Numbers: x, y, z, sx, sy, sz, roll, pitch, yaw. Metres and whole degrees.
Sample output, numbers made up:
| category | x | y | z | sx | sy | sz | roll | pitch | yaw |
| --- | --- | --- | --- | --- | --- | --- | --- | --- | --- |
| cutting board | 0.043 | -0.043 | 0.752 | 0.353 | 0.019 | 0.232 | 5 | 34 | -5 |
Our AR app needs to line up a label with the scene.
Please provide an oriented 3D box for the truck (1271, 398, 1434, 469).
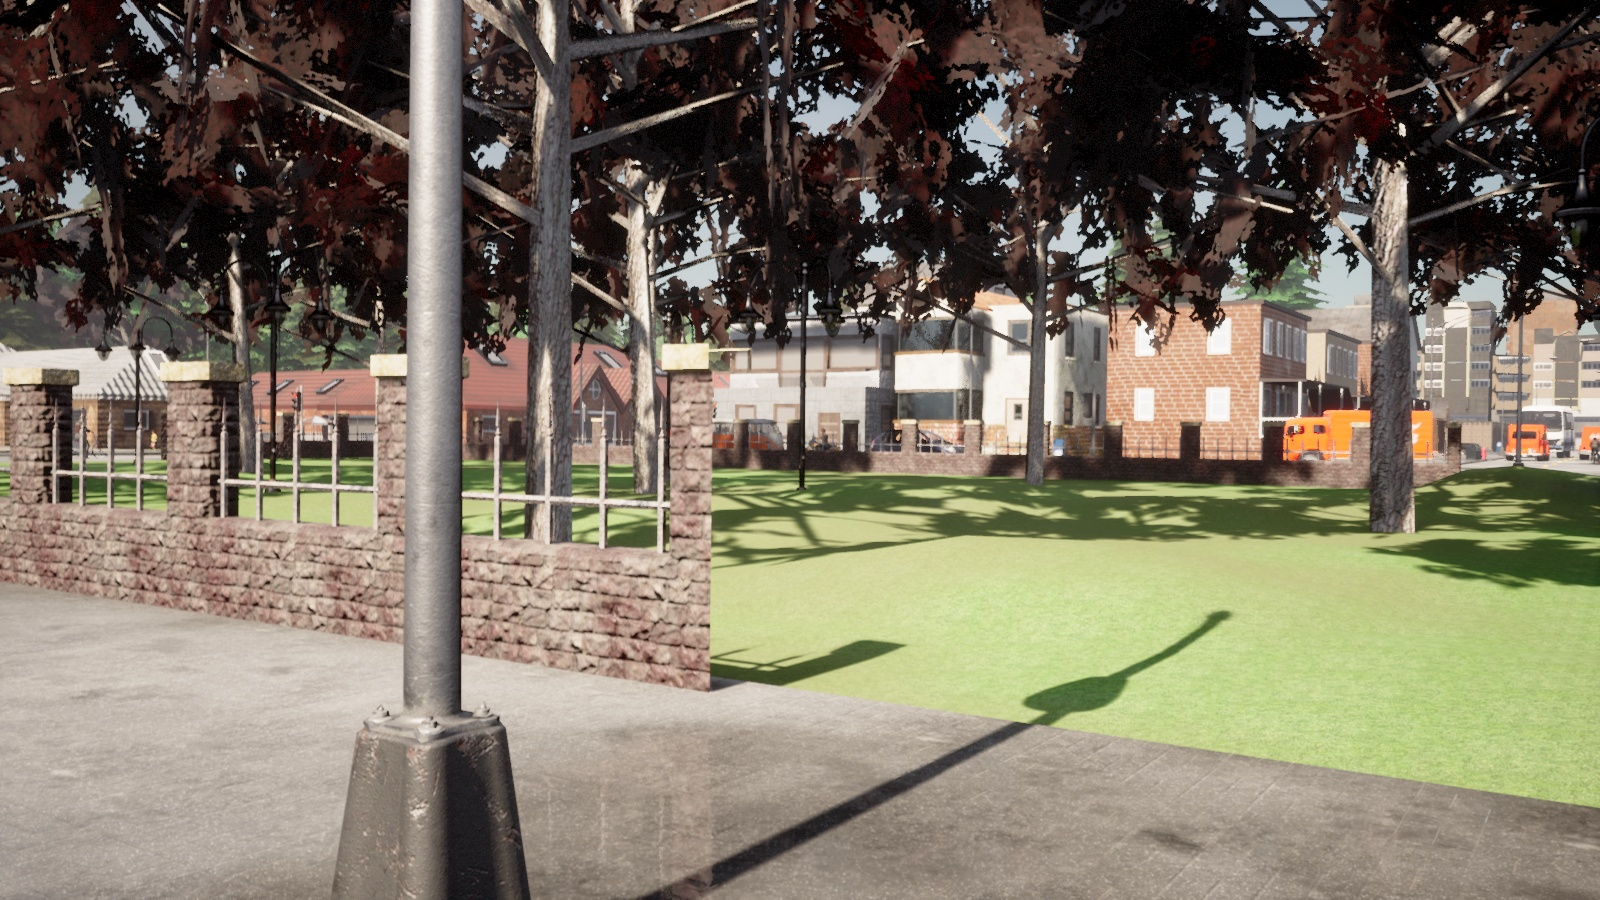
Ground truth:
| category | x | y | z | sx | sy | sz | roll | pitch | yaw |
| --- | --- | --- | --- | --- | --- | --- | --- | --- | --- |
| truck | 20.340 | -0.607 | 46.518 | 5.204 | 2.467 | 2.627 | -1 | 2 | 17 |

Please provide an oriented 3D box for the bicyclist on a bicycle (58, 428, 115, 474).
| category | x | y | z | sx | sy | sz | roll | pitch | yaw |
| --- | --- | --- | --- | --- | --- | --- | --- | --- | --- |
| bicyclist on a bicycle | -28.393 | 0.015 | 50.007 | 0.659 | 1.776 | 1.843 | 0 | 1 | 32 |

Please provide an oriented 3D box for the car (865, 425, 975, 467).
| category | x | y | z | sx | sy | sz | roll | pitch | yaw |
| --- | --- | --- | --- | --- | --- | --- | --- | --- | --- |
| car | 4.806 | -0.178 | 50.503 | 3.988 | 1.617 | 1.851 | 0 | 1 | 32 |

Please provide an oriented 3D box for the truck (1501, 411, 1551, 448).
| category | x | y | z | sx | sy | sz | roll | pitch | yaw |
| --- | --- | --- | --- | --- | --- | --- | --- | --- | --- |
| truck | 49.160 | -1.379 | 84.985 | 2.627 | 2.467 | 5.204 | 0 | 1 | 34 |

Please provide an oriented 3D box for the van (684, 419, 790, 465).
| category | x | y | z | sx | sy | sz | roll | pitch | yaw |
| --- | --- | --- | --- | --- | --- | --- | --- | --- | --- |
| van | -2.786 | -0.352 | 55.525 | 4.442 | 1.987 | 1.775 | 0 | 1 | 31 |
